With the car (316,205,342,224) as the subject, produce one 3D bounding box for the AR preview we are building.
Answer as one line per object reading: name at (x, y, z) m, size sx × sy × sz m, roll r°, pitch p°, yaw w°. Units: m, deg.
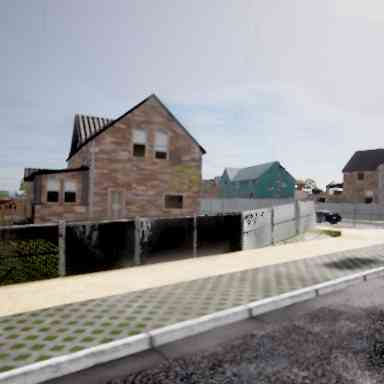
car at (8.796, 1.624, 24.468) m, size 1.994 × 1.385 × 4.181 m, roll 2°, pitch -2°, yaw -28°
